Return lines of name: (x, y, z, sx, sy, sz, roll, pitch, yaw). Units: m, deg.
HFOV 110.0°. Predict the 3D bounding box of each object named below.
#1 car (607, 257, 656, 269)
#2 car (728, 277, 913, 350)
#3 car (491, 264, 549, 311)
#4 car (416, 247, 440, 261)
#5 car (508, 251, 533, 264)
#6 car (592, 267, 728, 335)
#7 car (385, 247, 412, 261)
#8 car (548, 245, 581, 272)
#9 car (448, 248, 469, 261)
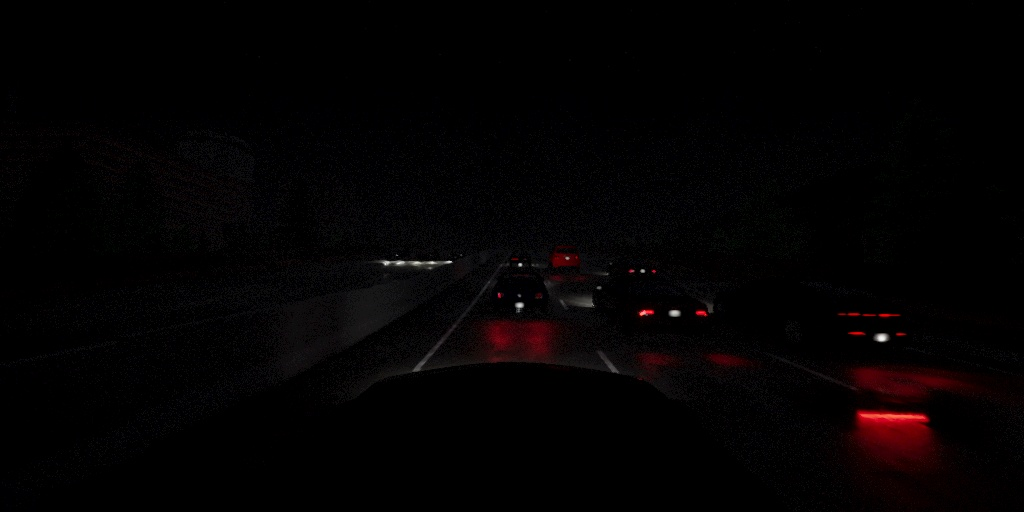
car: (7.485, 0.780, 22.808, 2.033, 1.411, 5.357, 0, 3, 2)
car: (7.182, 1.278, 9.301, 1.837, 1.490, 4.892, 0, 1, 2)
car: (0.312, 1.212, 13.737, 1.895, 1.301, 4.718, 0, 2, 2)
car: (-9.693, -0.301, 41.704, 1.882, 1.535, 5.008, 0, 3, 1)
car: (0.729, 0.308, 30.911, 1.837, 1.490, 4.892, 0, 3, 2)
car: (3.717, 1.274, 10.527, 2.033, 1.411, 5.357, 0, 1, 2)
car: (-13.188, -0.306, 41.950, 1.837, 1.490, 4.892, 0, 3, 1)
car: (4.187, 0.125, 29.218, 2.150, 2.045, 5.566, 0, 3, 2)
car: (-6.192, -0.235, 41.739, 1.812, 1.442, 4.674, 0, 3, 1)
